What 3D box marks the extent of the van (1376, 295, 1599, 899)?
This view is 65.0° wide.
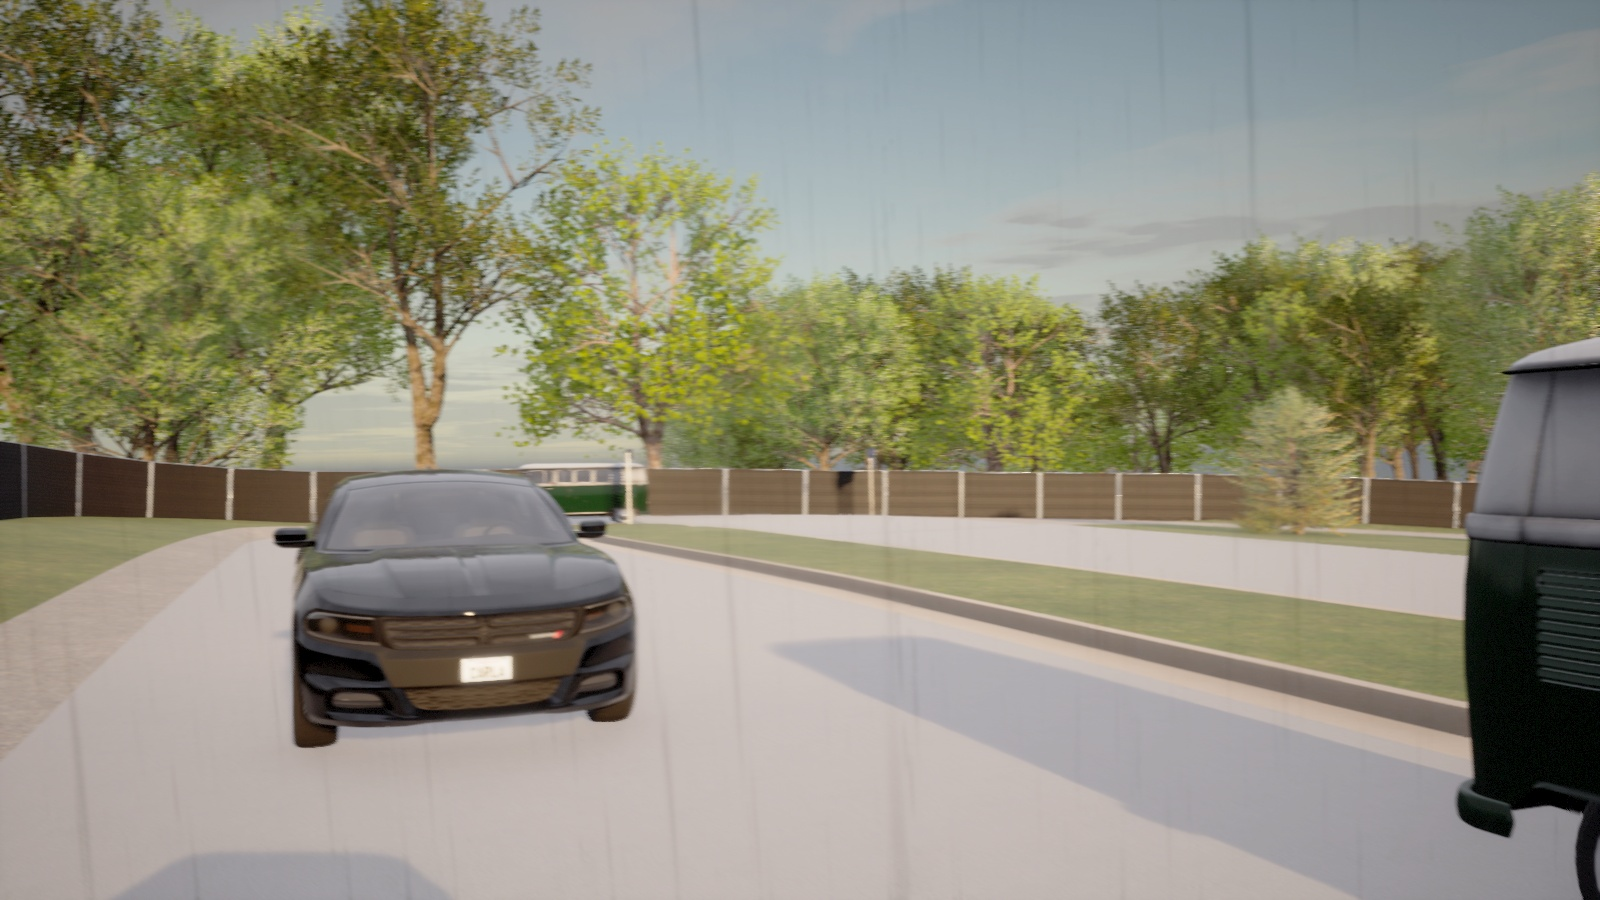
[{"bbox_3d":[3.642,0.533,2.602,1.775,1.987,4.442,0,0,-21],"label":"van"}]

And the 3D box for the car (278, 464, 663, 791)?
[{"bbox_3d":[-2.550,0.889,8.706,1.882,1.535,5.008,-1,0,-22],"label":"car"}]

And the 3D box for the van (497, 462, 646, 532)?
[{"bbox_3d":[-7.146,1.449,39.242,4.442,1.987,1.775,-1,-1,-13],"label":"van"}]
